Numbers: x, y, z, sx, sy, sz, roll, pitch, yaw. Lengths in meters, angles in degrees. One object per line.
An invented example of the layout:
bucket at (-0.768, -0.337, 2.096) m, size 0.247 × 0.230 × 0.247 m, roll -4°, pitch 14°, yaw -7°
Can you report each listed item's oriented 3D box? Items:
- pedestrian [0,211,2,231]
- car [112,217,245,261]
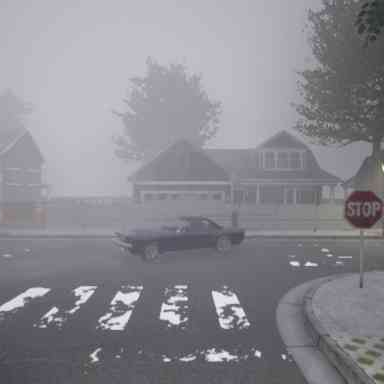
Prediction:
pedestrian at (-9.787, 1.336, 16.755) m, size 0.375 × 1.300 × 0.375 m, roll 0°, pitch 0°, yaw -1°
car at (-0.458, 1.597, 12.261) m, size 4.718 × 1.301 × 1.895 m, roll 0°, pitch 0°, yaw -30°
